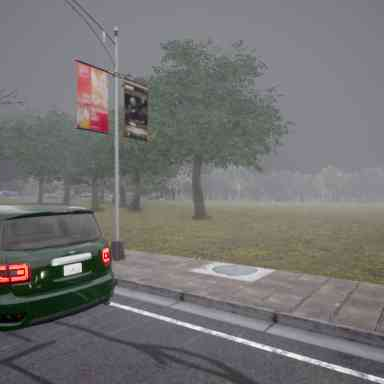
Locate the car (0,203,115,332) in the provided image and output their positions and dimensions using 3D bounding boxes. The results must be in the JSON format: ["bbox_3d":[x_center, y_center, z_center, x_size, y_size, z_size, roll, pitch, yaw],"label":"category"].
[{"bbox_3d":[-3.918,1.235,6.436,5.566,2.045,2.150,0,0,36],"label":"car"}]
